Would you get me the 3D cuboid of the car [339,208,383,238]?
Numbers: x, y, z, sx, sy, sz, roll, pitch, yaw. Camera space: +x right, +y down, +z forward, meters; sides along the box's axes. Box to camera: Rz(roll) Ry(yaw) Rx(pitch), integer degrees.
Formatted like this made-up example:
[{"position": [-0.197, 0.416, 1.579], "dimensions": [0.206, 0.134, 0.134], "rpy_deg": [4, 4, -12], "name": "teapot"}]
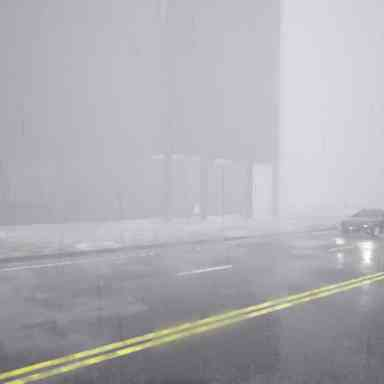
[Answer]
[{"position": [10.428, 1.708, 19.107], "dimensions": [4.892, 1.490, 1.837], "rpy_deg": [1, 0, -35], "name": "car"}]
